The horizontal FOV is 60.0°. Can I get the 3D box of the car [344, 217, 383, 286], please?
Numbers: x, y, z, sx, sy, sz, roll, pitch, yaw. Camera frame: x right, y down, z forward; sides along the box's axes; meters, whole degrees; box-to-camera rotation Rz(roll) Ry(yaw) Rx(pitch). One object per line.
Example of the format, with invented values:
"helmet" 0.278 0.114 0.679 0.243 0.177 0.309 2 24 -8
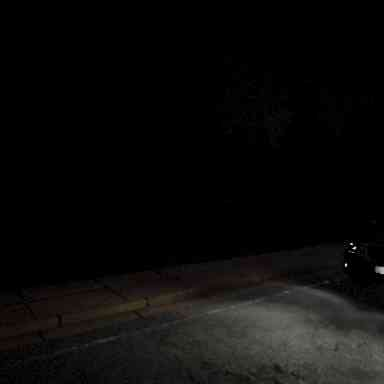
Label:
"car" 6.234 1.333 8.653 5.566 2.045 2.150 1 -1 -37
